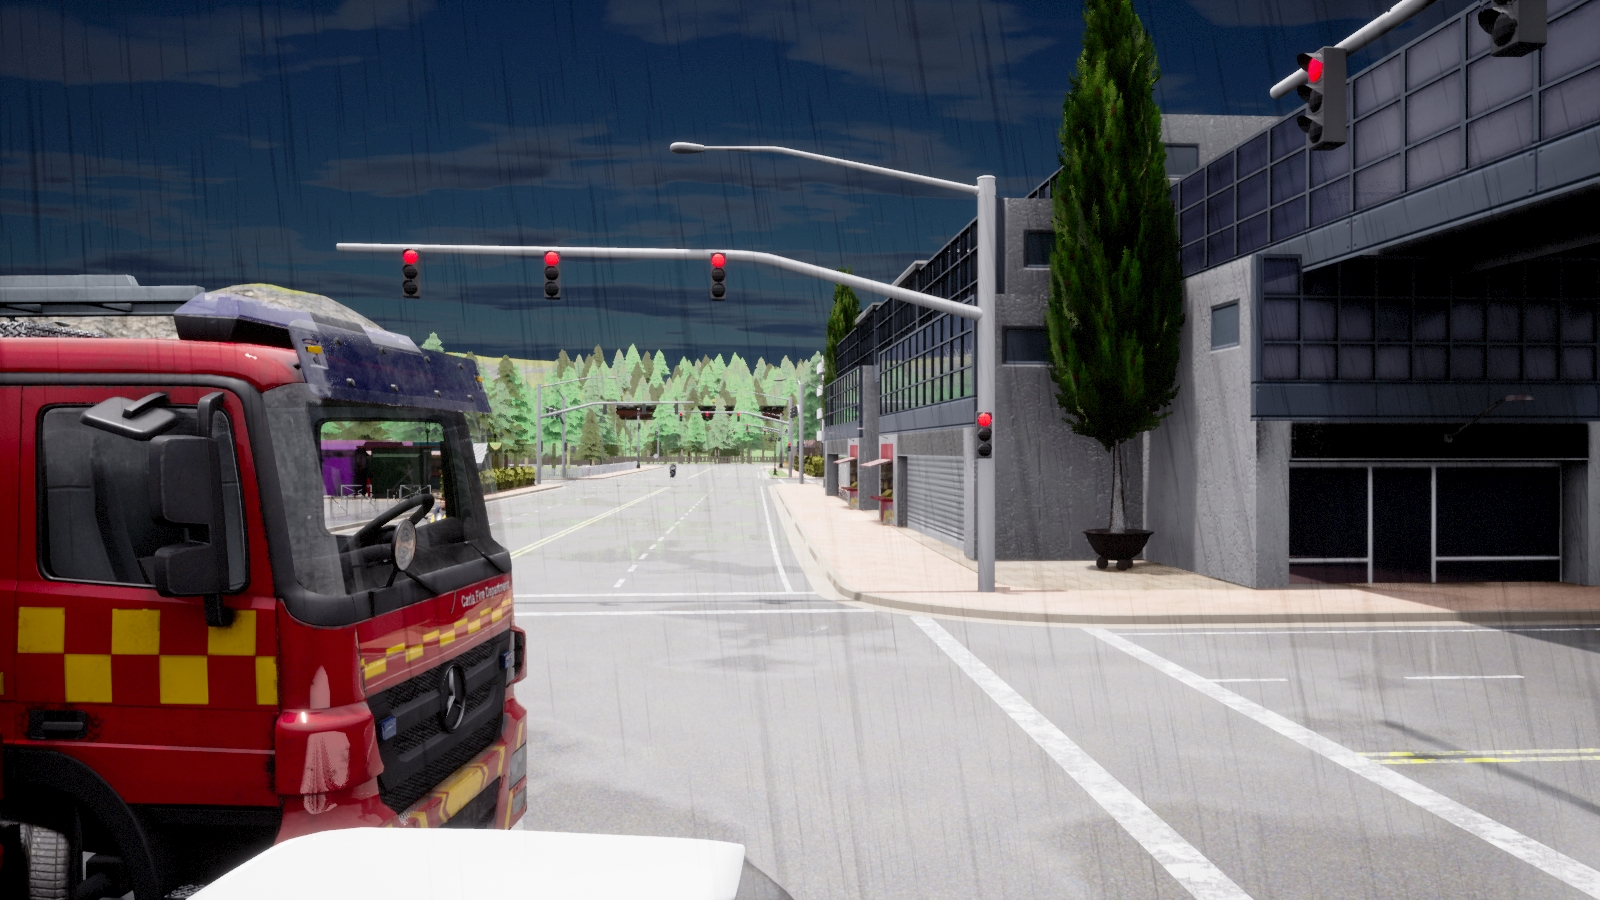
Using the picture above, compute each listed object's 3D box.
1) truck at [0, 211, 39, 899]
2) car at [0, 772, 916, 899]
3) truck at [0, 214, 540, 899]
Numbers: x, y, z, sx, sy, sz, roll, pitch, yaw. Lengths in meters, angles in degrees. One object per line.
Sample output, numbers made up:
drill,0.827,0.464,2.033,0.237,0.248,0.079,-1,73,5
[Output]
truck,-7.587,0.890,3.490,8.468,3.827,2.891,0,0,-3
car,-1.549,2.065,3.579,3.806,1.475,1.970,0,0,5
truck,-6.102,0.890,6.659,8.468,3.827,2.891,0,0,4
